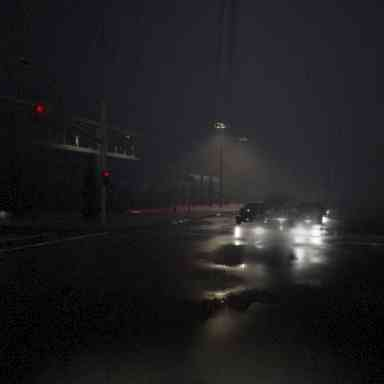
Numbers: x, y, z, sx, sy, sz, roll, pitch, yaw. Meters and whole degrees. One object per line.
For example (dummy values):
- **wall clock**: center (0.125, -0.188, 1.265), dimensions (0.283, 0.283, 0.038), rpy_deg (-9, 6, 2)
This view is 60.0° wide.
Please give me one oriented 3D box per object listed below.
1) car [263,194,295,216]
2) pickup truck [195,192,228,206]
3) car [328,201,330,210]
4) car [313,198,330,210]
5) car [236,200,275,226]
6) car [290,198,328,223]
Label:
- **car**: center (8.448, 1.221, 32.882), dimensions (2.150, 2.045, 5.566), rpy_deg (0, 0, 24)
- **pickup truck**: center (2.979, 1.059, 52.866), dimensions (6.274, 2.098, 2.390), rpy_deg (0, 0, -36)
- **car**: center (12.904, 1.601, 34.320), dimensions (1.895, 1.301, 4.718), rpy_deg (0, 0, 24)
- **car**: center (17.147, 1.526, 43.987), dimensions (1.812, 1.442, 4.674), rpy_deg (0, 0, 24)
- **car**: center (4.542, 1.526, 23.994), dimensions (1.812, 1.442, 4.674), rpy_deg (0, 0, 23)
- **car**: center (9.142, 1.491, 25.759), dimensions (2.128, 1.511, 4.902), rpy_deg (0, 0, 23)
